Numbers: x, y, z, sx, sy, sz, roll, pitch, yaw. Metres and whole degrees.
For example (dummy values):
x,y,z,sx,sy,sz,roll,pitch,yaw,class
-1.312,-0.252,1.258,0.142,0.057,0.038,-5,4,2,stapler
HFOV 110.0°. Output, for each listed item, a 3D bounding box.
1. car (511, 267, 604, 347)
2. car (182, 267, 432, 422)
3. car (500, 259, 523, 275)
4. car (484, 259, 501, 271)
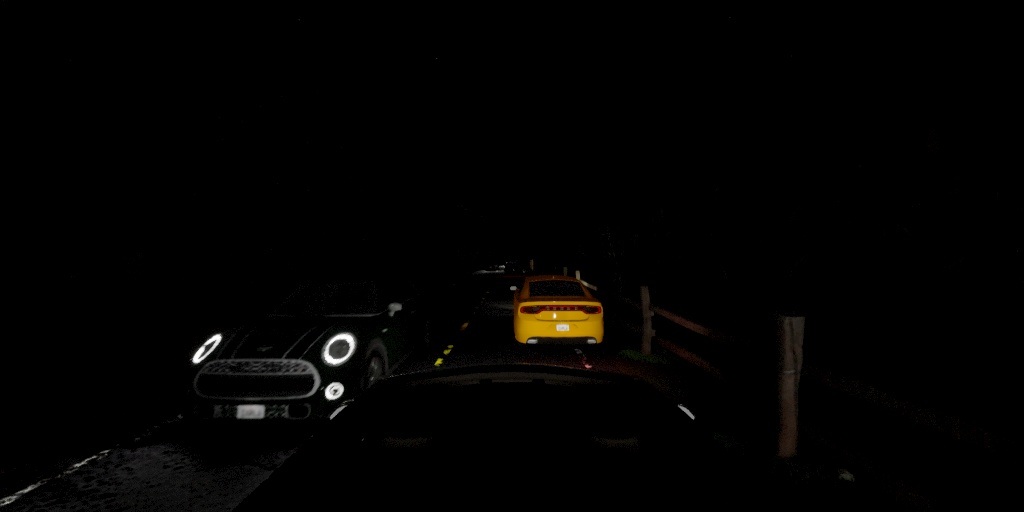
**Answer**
x,y,z,sx,sy,sz,roll,pitch,yaw,class
0.982,1.227,9.367,1.882,1.535,5.008,0,0,0,car
-2.839,1.102,6.147,2.097,1.767,4.553,0,0,0,car
0.165,1.219,38.340,2.128,1.511,4.902,0,0,0,car
-2.741,1.216,48.589,1.837,1.490,4.892,0,0,0,car
